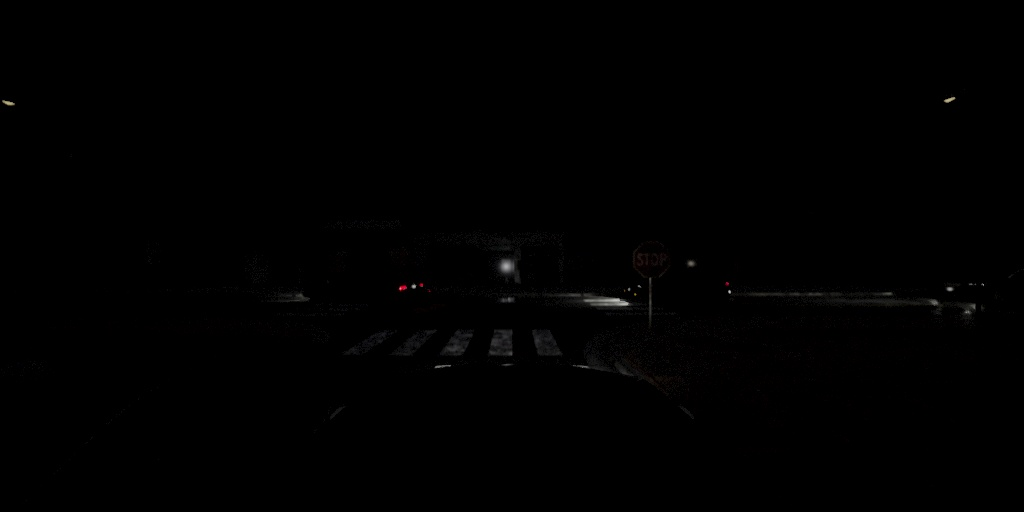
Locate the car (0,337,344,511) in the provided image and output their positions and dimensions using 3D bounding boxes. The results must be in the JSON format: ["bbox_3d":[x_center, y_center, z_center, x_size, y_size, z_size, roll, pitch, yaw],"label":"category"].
[{"bbox_3d":[-2.638,1.315,2.160,1.948,1.339,4.313,0,0,0],"label":"car"}]

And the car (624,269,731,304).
[{"bbox_3d":[7.125,1.279,15.683,4.181,1.385,1.994,0,0,0],"label":"car"}]

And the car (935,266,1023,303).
[{"bbox_3d":[21.586,1.180,15.656,4.902,1.511,2.128,0,0,0],"label":"car"}]

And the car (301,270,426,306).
[{"bbox_3d":[-6.385,1.294,15.435,5.357,1.411,2.033,0,0,20],"label":"car"}]
